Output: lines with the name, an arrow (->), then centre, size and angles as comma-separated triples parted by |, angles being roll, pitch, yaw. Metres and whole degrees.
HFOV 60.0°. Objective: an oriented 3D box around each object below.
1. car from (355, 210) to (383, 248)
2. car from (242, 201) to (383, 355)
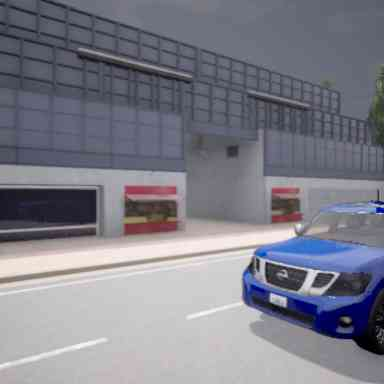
car -> 9.871, 1.568, 15.209 | 5.357, 1.411, 2.033 | 0, 0, -35
car -> 3.512, 1.229, 6.457 | 5.566, 2.045, 2.150 | 0, 0, -35
